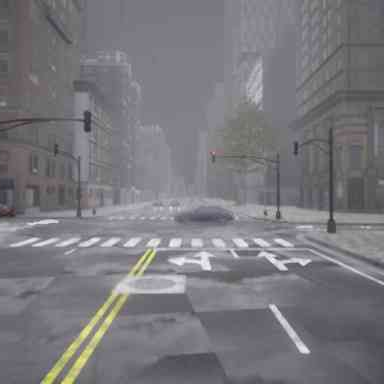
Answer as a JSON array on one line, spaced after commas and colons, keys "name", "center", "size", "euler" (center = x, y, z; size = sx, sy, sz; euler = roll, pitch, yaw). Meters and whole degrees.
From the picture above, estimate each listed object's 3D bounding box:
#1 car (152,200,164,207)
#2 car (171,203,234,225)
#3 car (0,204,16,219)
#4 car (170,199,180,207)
[{"name": "car", "center": [-6.496, 2.255, 64.433], "size": [1.994, 1.385, 4.181], "euler": [0, -1, 1]}, {"name": "car", "center": [0.947, 1.806, 26.071], "size": [4.674, 1.442, 1.812], "euler": [0, -1, 0]}, {"name": "car", "center": [-17.701, 1.657, 28.838], "size": [4.507, 1.381, 1.887], "euler": [1, -2, 0]}, {"name": "car", "center": [-3.245, 2.195, 64.411], "size": [1.837, 1.490, 4.892], "euler": [0, -1, 1]}]
